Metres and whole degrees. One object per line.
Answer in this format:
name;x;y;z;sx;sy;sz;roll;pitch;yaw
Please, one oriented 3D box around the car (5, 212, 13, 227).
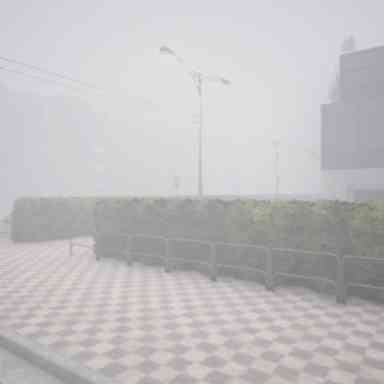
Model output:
car;-10.680;1.655;23.266;1.994;1.385;4.181;0;0;36
